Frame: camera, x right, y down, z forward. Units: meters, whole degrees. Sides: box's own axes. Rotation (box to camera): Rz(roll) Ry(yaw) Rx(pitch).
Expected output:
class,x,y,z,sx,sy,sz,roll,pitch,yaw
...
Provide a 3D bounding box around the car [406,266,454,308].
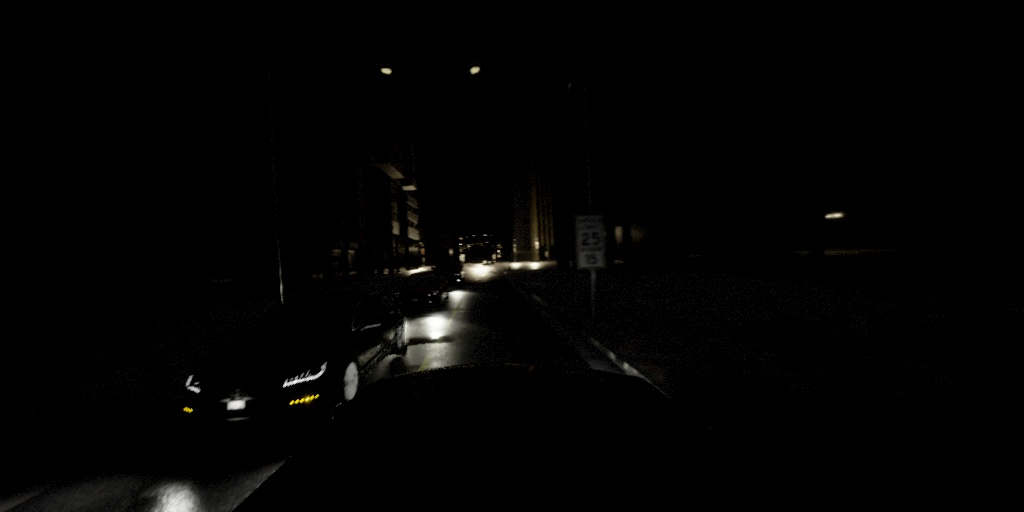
class,x,y,z,sx,sy,sz,roll,pitch,yaw
car,-4.011,1.474,16.579,1.882,1.535,5.008,-3,0,-4

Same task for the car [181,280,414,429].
class,x,y,z,sx,sy,sz,roll,pitch,yaw
car,-3.273,1.430,6.433,1.837,1.490,4.892,-3,0,-4

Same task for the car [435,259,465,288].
class,x,y,z,sx,sy,sz,roll,pitch,yaw
car,-4.786,1.290,27.210,2.150,2.045,5.566,-3,0,-4
